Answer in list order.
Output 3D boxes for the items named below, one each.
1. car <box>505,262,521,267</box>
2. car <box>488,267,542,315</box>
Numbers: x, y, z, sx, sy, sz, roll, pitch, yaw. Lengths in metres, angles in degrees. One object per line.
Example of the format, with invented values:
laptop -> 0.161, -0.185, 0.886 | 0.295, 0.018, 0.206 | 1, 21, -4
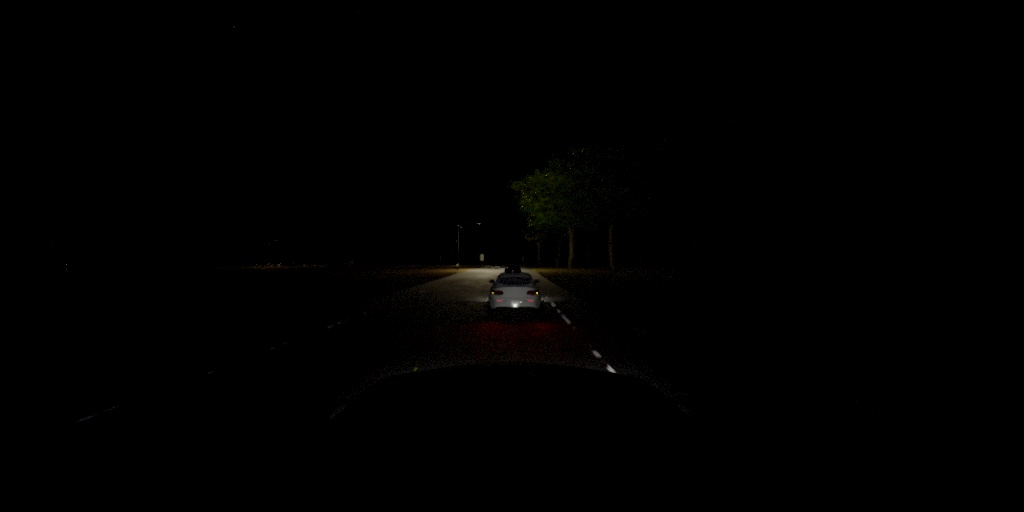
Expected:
car -> 0.096, 1.478, 43.199 | 1.812, 1.442, 4.674 | 0, 0, 0
car -> 0.100, 1.340, 13.775 | 1.812, 1.442, 4.674 | 0, 0, 0
